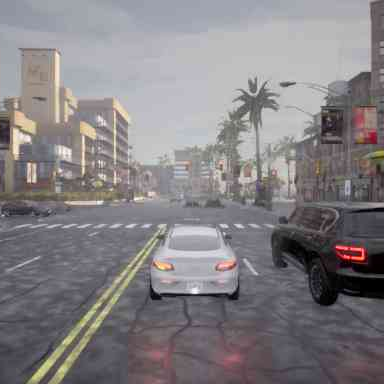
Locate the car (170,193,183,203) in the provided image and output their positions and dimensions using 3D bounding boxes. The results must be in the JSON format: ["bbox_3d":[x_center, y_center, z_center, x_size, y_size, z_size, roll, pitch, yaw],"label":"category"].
[{"bbox_3d":[-3.574,1.553,71.265,1.994,1.385,4.181,0,0,0],"label":"car"}]

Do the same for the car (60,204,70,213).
[{"bbox_3d":[-15.072,1.564,35.105,4.181,1.385,1.994,0,0,-6],"label":"car"}]

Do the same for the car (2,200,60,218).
[{"bbox_3d":[-14.743,1.507,29.902,4.892,1.490,1.837,-1,-1,18],"label":"car"}]

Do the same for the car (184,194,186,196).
[{"bbox_3d":[-3.603,1.225,94.312,2.150,2.045,5.566,0,0,0],"label":"car"}]

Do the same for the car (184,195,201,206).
[{"bbox_3d":[0.045,1.601,54.815,1.895,1.301,4.718,0,0,0],"label":"car"}]

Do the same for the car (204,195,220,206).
[{"bbox_3d":[3.544,1.352,56.073,2.097,1.767,4.553,0,0,0],"label":"car"}]

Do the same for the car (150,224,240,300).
[{"bbox_3d":[0.061,1.526,8.289,1.812,1.442,4.674,0,0,0],"label":"car"}]

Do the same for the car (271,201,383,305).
[{"bbox_3d":[3.559,1.221,8.232,2.150,2.045,5.566,0,0,0],"label":"car"}]
